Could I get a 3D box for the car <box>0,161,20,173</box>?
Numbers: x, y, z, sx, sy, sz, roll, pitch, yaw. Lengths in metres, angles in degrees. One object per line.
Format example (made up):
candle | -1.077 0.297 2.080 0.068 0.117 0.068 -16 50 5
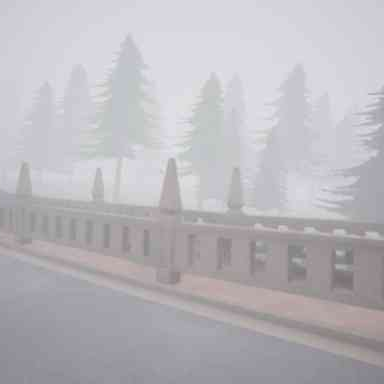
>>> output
car | -28.113 -3.866 51.230 2.097 1.767 4.553 9 6 37
